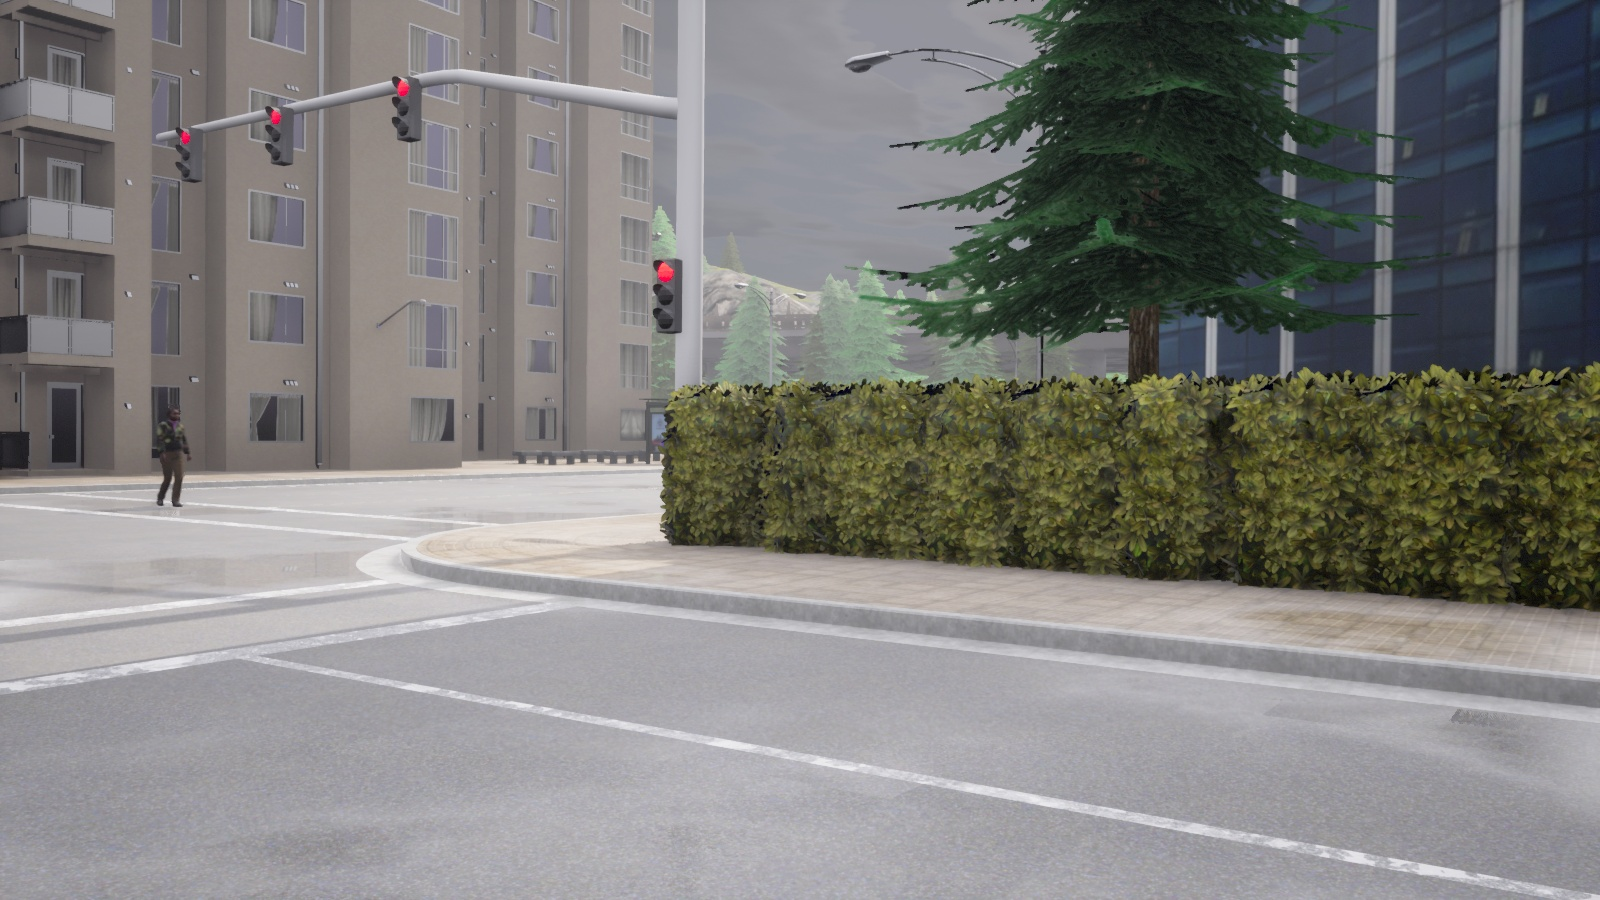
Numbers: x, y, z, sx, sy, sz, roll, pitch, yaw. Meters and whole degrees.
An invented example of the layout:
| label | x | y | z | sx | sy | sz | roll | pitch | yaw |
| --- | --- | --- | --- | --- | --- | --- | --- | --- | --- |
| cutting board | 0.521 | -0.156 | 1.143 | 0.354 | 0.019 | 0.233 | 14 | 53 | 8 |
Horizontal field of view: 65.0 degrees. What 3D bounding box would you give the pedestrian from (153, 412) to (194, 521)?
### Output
| label | x | y | z | sx | sy | sz | roll | pitch | yaw |
| --- | --- | --- | --- | --- | --- | --- | --- | --- | --- |
| pedestrian | -11.276 | 0.293 | 22.598 | 0.692 | 1.930 | 0.395 | 0 | 1 | 41 |
